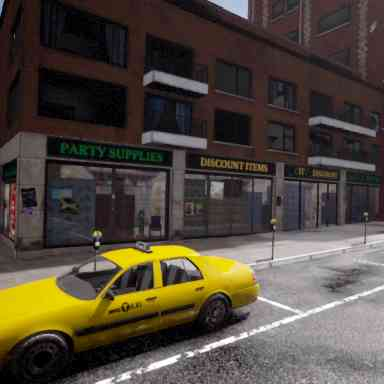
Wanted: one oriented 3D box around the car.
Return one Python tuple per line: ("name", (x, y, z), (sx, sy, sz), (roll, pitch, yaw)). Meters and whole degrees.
("car", (-1.037, 1.527, 5.333), (4.829, 1.417, 1.752), (0, 2, -35))
